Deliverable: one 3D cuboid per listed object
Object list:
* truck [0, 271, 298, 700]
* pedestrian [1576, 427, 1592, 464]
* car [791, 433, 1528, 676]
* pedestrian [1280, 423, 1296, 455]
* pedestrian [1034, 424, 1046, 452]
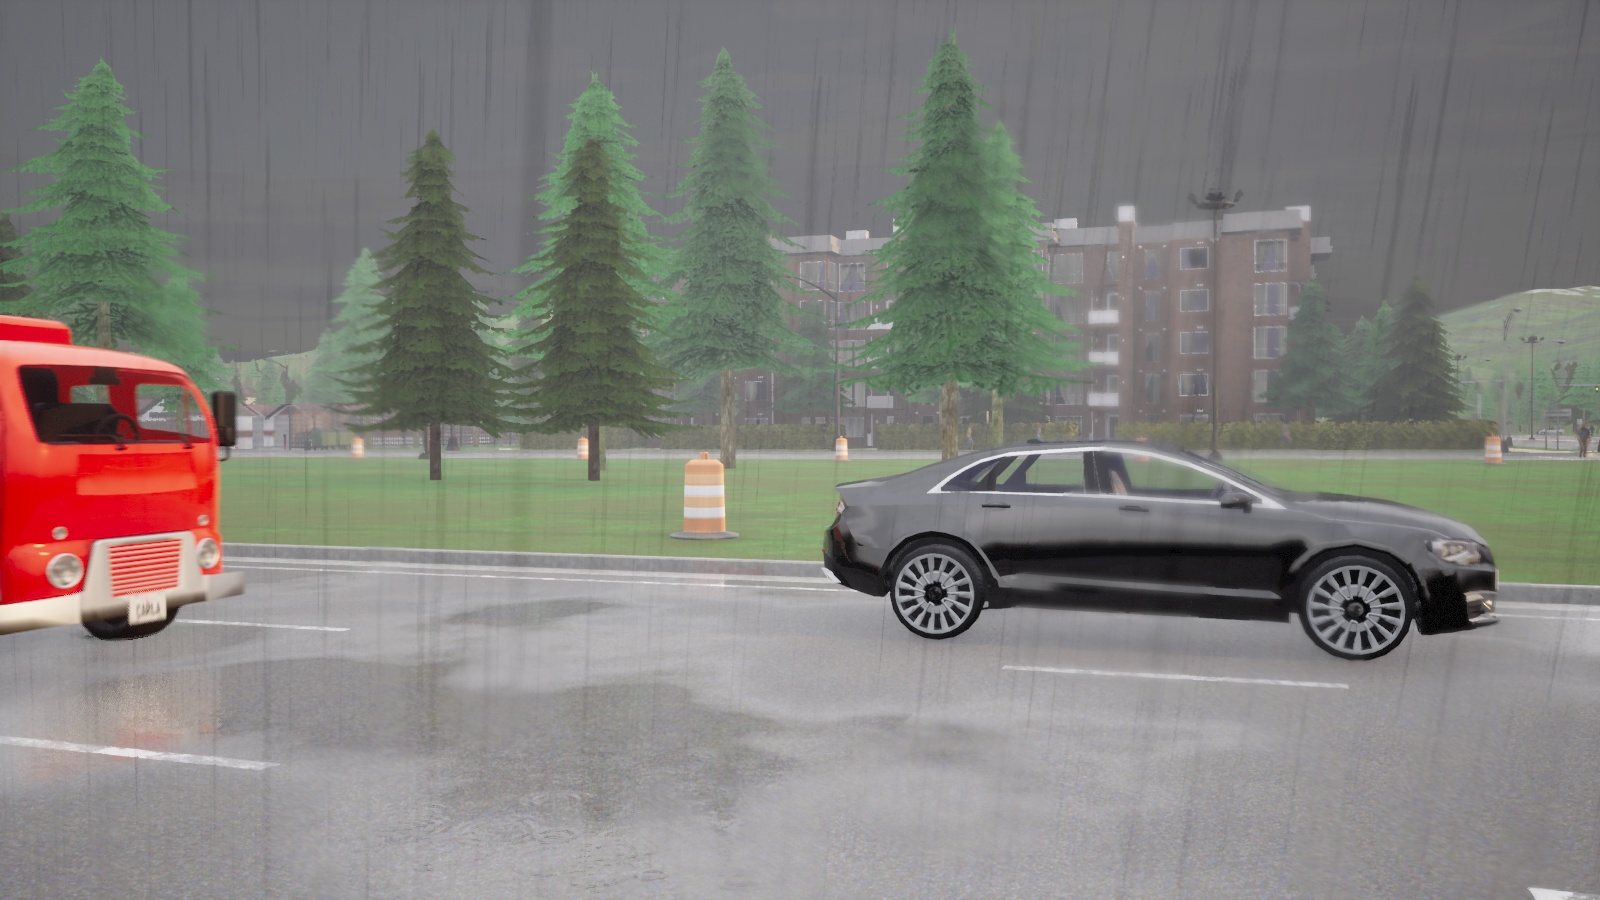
[{"bbox_3d":[-6.709,0.168,9.136,5.204,2.467,2.627,1,1,19],"label":"truck"},{"bbox_3d":[39.537,-0.247,63.297,0.540,1.848,0.694,1,1,22],"label":"pedestrian"},{"bbox_3d":[2.596,0.637,9.704,4.902,1.511,2.128,1,1,19],"label":"car"},{"bbox_3d":[29.892,-0.665,76.985,0.873,1.952,0.659,1,1,19],"label":"pedestrian"},{"bbox_3d":[15.651,-0.795,81.747,0.706,1.836,0.354,1,1,19],"label":"pedestrian"}]
